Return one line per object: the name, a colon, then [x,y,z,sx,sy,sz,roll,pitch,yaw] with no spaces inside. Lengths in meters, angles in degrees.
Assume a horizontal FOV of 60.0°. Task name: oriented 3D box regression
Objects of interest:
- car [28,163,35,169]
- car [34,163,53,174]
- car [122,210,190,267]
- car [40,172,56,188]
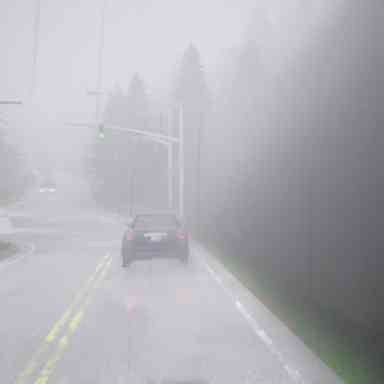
car: [-33.097,-5.543,71.004,5.008,1.535,1.882,8,7,31]
car: [-26.803,-3.906,60.951,2.128,1.511,4.902,-3,10,-35]
car: [-1.391,1.444,12.129,2.097,1.767,4.553,-1,0,-8]
car: [-19.938,-1.464,46.130,2.033,1.411,5.357,-1,9,-19]
